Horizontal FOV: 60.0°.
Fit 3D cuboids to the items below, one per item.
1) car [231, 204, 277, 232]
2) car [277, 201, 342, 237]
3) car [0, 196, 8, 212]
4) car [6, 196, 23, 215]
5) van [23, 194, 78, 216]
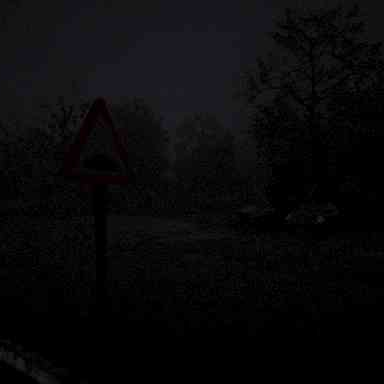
[{"bbox_3d":[3.957,1.443,19.700,2.002,1.452,4.674,0,0,35],"label":"car"},{"bbox_3d":[6.579,1.293,17.916,2.185,1.767,4.553,0,0,35],"label":"car"},{"bbox_3d":[-17.412,1.499,34.945,1.946,1.575,5.366,-1,-1,35],"label":"car"},{"bbox_3d":[-15.234,1.462,33.417,1.946,1.575,5.366,-1,0,35],"label":"car"},{"bbox_3d":[-13.122,1.206,31.568,1.878,1.987,4.442,-1,0,35],"label":"van"}]
